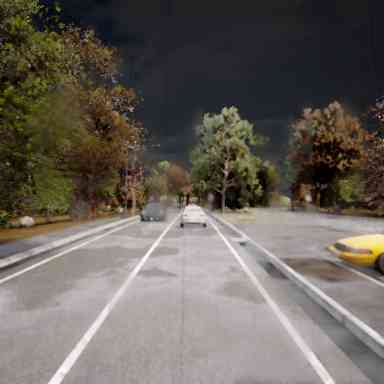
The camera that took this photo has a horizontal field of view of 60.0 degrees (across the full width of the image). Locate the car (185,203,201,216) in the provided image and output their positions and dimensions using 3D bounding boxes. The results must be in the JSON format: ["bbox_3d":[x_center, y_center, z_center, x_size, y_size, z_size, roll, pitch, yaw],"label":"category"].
[{"bbox_3d":[0.097,2.233,42.998,1.882,1.535,5.008,0,-2,0],"label":"car"}]

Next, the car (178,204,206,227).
[{"bbox_3d":[0.098,1.780,24.878,1.812,1.442,4.674,0,-1,0],"label":"car"}]

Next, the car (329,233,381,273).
[{"bbox_3d":[6.899,1.494,9.725,5.366,1.575,1.946,0,0,0],"label":"car"}]

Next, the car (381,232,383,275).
[{"bbox_3d":[7.088,1.482,6.956,4.892,1.521,2.231,0,0,0],"label":"car"}]

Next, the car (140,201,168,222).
[{"bbox_3d":[-3.349,1.719,29.935,2.097,1.767,4.553,0,-1,0],"label":"car"}]

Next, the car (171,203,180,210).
[{"bbox_3d":[-3.254,3.169,71.192,1.837,1.490,4.892,0,-2,0],"label":"car"}]
